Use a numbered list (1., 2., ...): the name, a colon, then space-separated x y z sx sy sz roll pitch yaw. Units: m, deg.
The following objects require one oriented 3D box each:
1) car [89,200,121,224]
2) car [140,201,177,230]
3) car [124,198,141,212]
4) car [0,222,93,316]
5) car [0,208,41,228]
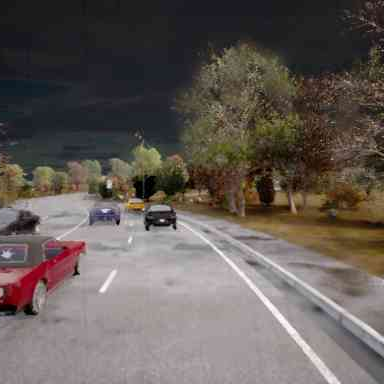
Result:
1. car: -6.442 1.372 24.919 2.097 1.767 4.553 0 0 -12
2. car: -2.165 1.488 21.566 1.882 1.535 5.008 0 0 -10
3. car: -6.889 1.502 39.334 1.882 1.535 5.008 0 0 -19
4. car: -3.790 1.613 7.409 1.895 1.301 4.718 0 0 -4
5. car: -8.327 1.501 14.887 1.882 1.535 5.008 0 0 -8
